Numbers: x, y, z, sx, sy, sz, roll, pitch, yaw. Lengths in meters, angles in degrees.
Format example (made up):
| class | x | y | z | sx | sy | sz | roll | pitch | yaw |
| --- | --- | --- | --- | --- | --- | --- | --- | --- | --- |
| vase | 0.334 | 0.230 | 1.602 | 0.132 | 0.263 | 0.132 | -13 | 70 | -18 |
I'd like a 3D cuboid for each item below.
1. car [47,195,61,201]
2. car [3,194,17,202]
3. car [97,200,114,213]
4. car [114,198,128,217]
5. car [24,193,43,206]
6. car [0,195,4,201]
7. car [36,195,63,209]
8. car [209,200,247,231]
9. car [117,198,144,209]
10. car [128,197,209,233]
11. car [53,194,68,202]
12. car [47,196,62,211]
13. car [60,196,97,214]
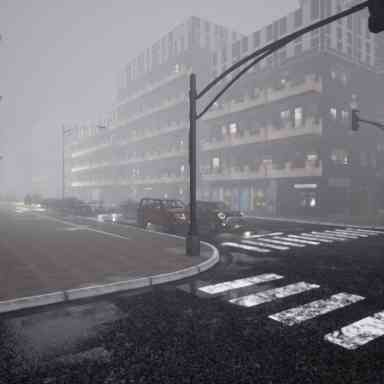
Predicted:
| class | x | y | z | sx | sy | sz | roll | pitch | yaw |
| --- | --- | --- | --- | --- | --- | --- | --- | --- | --- |
| car | -31.233 | 1.379 | 75.093 | 2.008 | 1.369 | 4.403 | 0 | 0 | -36 |
| car | -38.027 | 1.412 | 70.186 | 1.802 | 1.307 | 4.206 | 0 | 0 | -36 |
| car | -9.982 | 1.497 | 35.799 | 1.895 | 1.301 | 4.718 | 0 | 0 | -36 |
| car | -4.344 | 1.470 | 27.979 | 2.033 | 1.411 | 5.357 | 0 | 0 | -36 |
| car | -24.757 | 1.162 | 51.820 | 2.192 | 1.841 | 5.009 | 0 | 0 | -36 |
| car | -41.345 | 1.269 | 74.777 | 1.967 | 1.590 | 4.097 | 0 | 0 | -36 |
| car | -18.123 | 1.436 | 42.639 | 1.947 | 1.339 | 4.313 | 0 | 0 | -36 |
| car | 1.221 | 1.304 | 20.205 | 2.097 | 1.767 | 4.553 | 0 | 0 | -34 |
| car | -8.012 | 1.465 | 42.955 | 1.802 | 1.307 | 4.206 | 0 | 0 | -36 |
| car | -1.534 | 1.264 | 19.680 | 2.192 | 1.841 | 5.009 | 0 | 0 | -36 |
| car | -27.917 | 1.269 | 70.503 | 1.967 | 1.590 | 4.097 | 0 | 0 | -36 |
| car | -14.805 | 1.451 | 38.047 | 1.947 | 1.339 | 4.313 | 0 | 0 | -36 |
| car | -11.487 | 1.444 | 33.454 | 1.887 | 1.381 | 4.507 | 0 | 0 | -36 |
